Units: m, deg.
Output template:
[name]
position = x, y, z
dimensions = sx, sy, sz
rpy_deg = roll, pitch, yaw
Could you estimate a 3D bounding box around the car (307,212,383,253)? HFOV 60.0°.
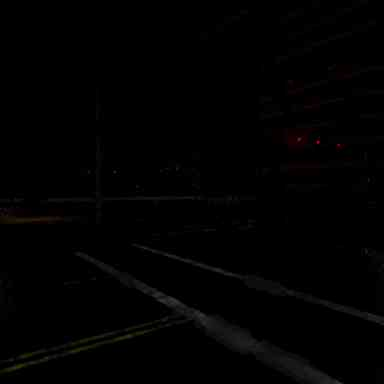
[car]
position = 6.894, 1.527, 13.572
dimensions = 1.994, 1.385, 4.181
rpy_deg = 0, 0, -35
